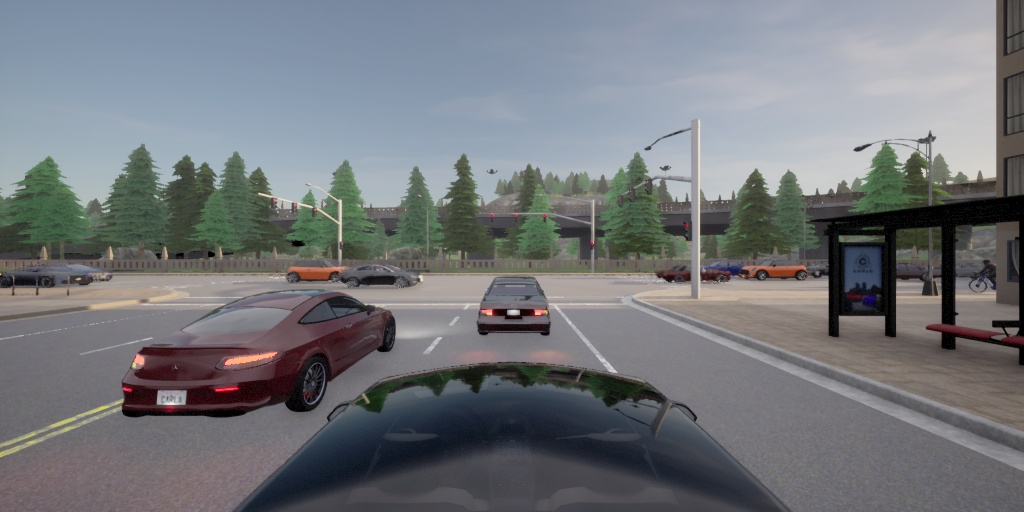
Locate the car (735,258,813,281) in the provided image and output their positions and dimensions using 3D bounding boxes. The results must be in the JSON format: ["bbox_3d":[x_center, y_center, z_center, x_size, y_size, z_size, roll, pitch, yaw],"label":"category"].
[{"bbox_3d":[20.954,1.046,28.951,4.553,1.767,2.097,0,0,2],"label":"car"}]

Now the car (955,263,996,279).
[{"bbox_3d":[38.077,1.258,30.440,4.181,1.385,1.994,0,0,17],"label":"car"}]

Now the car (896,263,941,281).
[{"bbox_3d":[30.557,1.242,28.511,5.357,1.411,2.033,0,0,6],"label":"car"}]

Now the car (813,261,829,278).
[{"bbox_3d":[28.289,1.186,32.123,4.902,1.511,2.128,0,0,4],"label":"car"}]

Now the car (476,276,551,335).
[{"bbox_3d":[0.088,1.297,10.443,2.033,1.411,5.357,0,0,1],"label":"car"}]

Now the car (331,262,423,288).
[{"bbox_3d":[-8.042,1.222,22.178,4.902,1.511,2.128,0,0,1],"label":"car"}]

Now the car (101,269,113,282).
[{"bbox_3d":[-31.895,1.220,25.949,4.674,1.442,1.812,0,0,0],"label":"car"}]

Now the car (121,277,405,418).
[{"bbox_3d":[-3.447,1.276,5.949,1.812,1.442,4.674,0,0,0],"label":"car"}]

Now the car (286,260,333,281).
[{"bbox_3d":[-13.503,1.048,25.742,4.553,1.767,2.097,0,0,1],"label":"car"}]

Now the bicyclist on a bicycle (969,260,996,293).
[{"bbox_3d":[22.756,0.995,17.037,0.582,1.620,1.656,0,0,1],"label":"bicyclist on a bicycle"}]

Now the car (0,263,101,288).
[{"bbox_3d":[-29.039,1.258,22.404,4.181,1.385,1.994,0,0,1],"label":"car"}]

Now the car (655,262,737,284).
[{"bbox_3d":[12.825,1.295,25.437,4.718,1.301,1.895,0,0,1],"label":"car"}]
